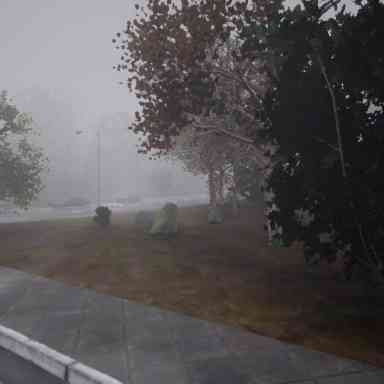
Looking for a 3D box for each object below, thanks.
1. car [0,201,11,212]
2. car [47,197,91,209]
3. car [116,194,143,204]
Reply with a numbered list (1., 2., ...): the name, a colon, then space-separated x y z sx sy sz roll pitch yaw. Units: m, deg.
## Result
1. car: -22.141 1.531 35.548 1.837 1.490 4.892 0 1 39
2. car: -15.903 1.354 43.290 2.033 1.411 5.357 0 2 39
3. car: -9.619 0.982 51.069 1.994 1.385 4.181 0 3 39
